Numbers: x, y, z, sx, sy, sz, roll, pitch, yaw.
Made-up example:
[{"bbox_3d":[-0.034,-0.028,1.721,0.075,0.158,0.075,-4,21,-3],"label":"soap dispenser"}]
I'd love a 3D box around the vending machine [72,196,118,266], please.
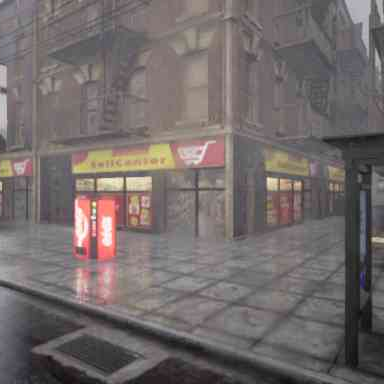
[{"bbox_3d":[-3.140,1.190,10.808,0.880,2.100,1.100,0,0,34],"label":"vending machine"}]
